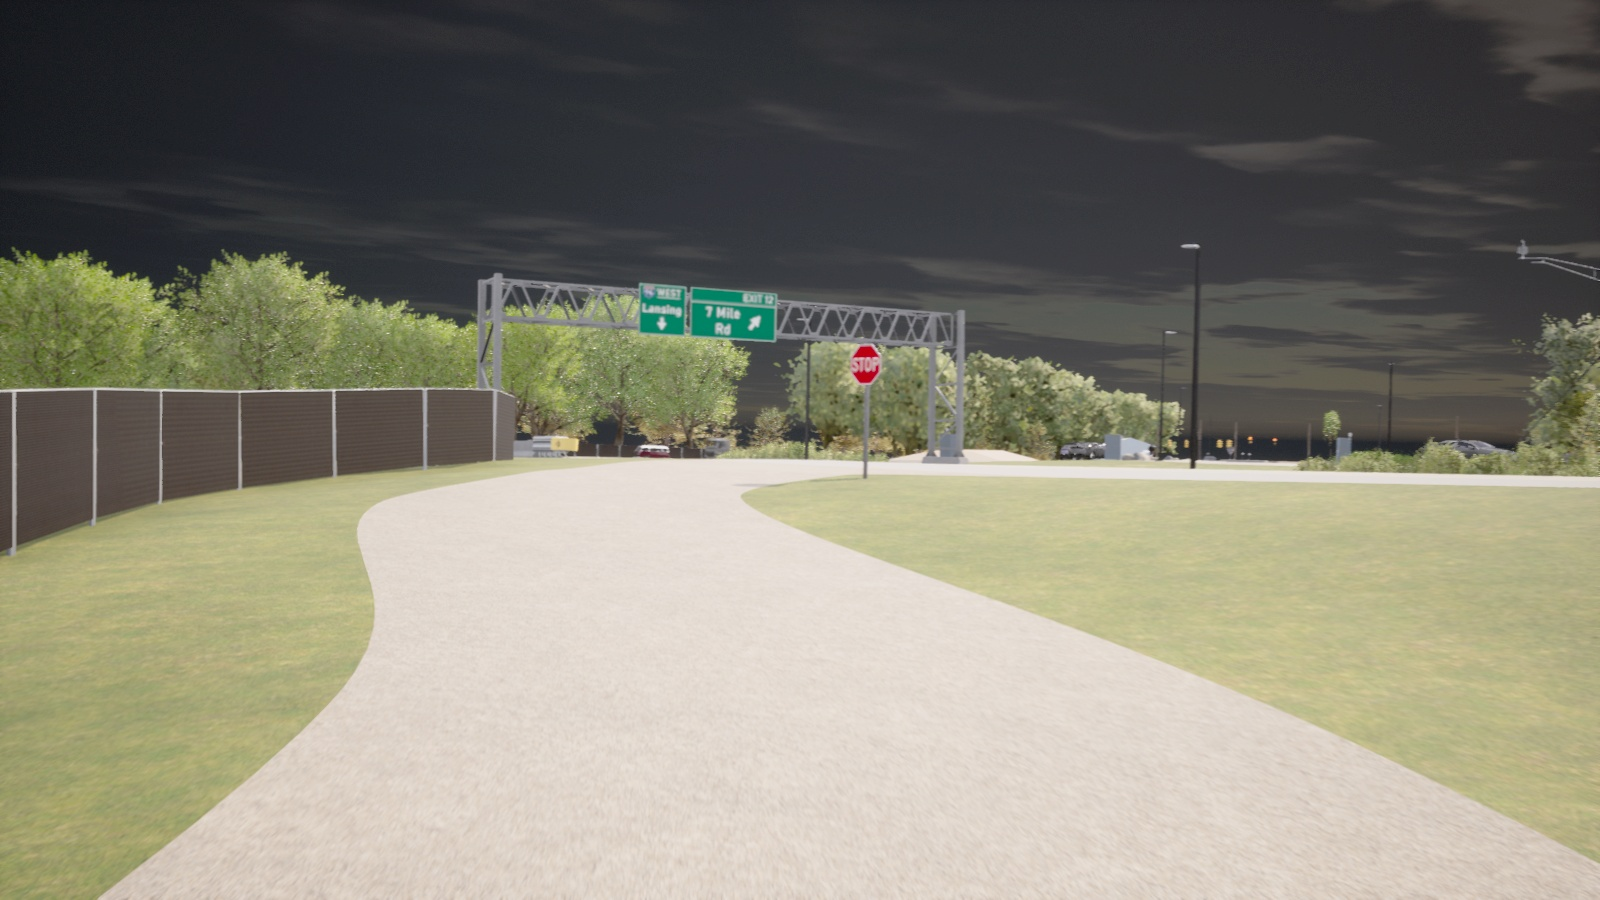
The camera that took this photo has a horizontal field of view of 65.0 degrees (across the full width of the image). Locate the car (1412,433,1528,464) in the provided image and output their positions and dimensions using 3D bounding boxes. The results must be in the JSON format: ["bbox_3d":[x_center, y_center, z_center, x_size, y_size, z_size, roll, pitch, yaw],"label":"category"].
[{"bbox_3d":[34.687,-0.087,65.156,2.128,1.511,4.902,0,0,-28],"label":"car"}]
